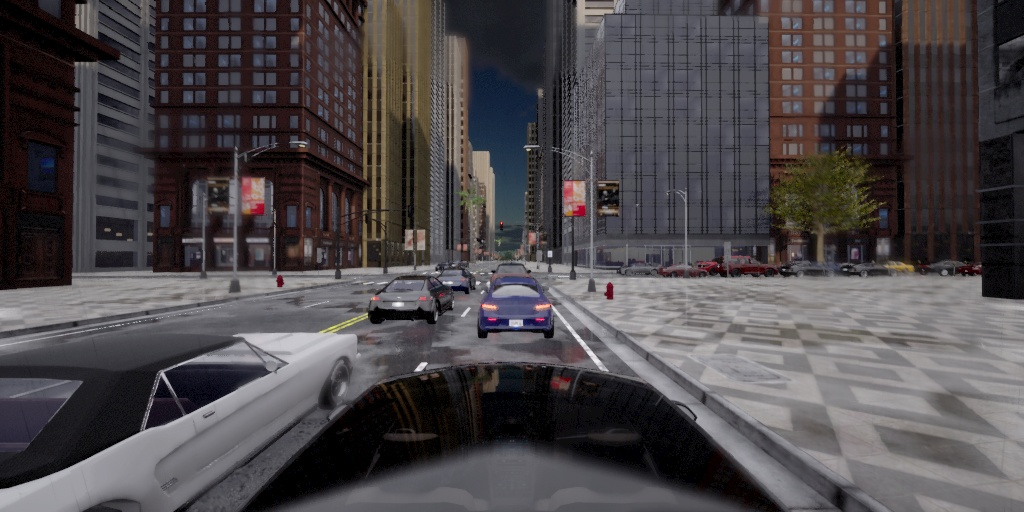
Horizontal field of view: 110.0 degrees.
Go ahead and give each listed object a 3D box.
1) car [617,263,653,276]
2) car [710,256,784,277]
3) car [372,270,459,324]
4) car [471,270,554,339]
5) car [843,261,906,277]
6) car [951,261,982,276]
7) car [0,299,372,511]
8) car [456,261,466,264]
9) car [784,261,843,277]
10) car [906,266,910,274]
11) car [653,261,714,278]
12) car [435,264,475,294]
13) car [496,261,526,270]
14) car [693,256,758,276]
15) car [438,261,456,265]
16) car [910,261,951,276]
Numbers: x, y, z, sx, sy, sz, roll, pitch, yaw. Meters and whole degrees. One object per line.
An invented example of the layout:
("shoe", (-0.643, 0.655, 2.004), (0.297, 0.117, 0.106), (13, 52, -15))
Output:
("car", (13.213, 1.384, 37.813), (4.181, 1.385, 1.994), (0, -1, -1))
("car", (20.895, 1.041, 32.171), (5.009, 1.841, 2.192), (0, 0, -1))
("car", (-3.171, 1.327, 12.014), (1.994, 1.385, 4.181), (0, 0, 0))
("car", (0.088, 1.284, 10.027), (1.812, 1.442, 4.674), (0, 0, 0))
("car", (32.169, 1.260, 32.368), (4.313, 1.339, 1.948), (0, 0, -1))
("car", (43.445, 1.214, 32.565), (4.507, 1.381, 1.888), (0, 0, -1))
("car", (-3.156, 1.351, 3.191), (1.895, 1.301, 4.718), (0, 0, 0))
("car", (-9.938, 1.545, 63.028), (2.128, 1.511, 4.902), (0, 0, 0))
("car", (26.532, 1.276, 32.269), (4.313, 1.339, 1.948), (0, 0, -1))
("car", (43.132, 1.296, 41.086), (4.829, 1.417, 1.751), (0, 0, -1))
("car", (15.257, 1.327, 32.072), (4.207, 1.307, 1.802), (0, 0, -1))
("car", (-3.187, 1.353, 20.402), (1.994, 1.385, 4.181), (0, 0, 0))
("car", (-0.034, 1.135, 19.012), (2.097, 1.767, 4.553), (0, 0, 0))
("car", (22.516, 1.011, 37.978), (5.566, 2.045, 2.150), (0, -1, -1))
("car", (-9.941, 1.544, 52.742), (1.994, 1.385, 4.181), (0, 0, 0))
("car", (42.734, 1.207, 35.179), (4.892, 1.490, 1.837), (0, -1, -1))
